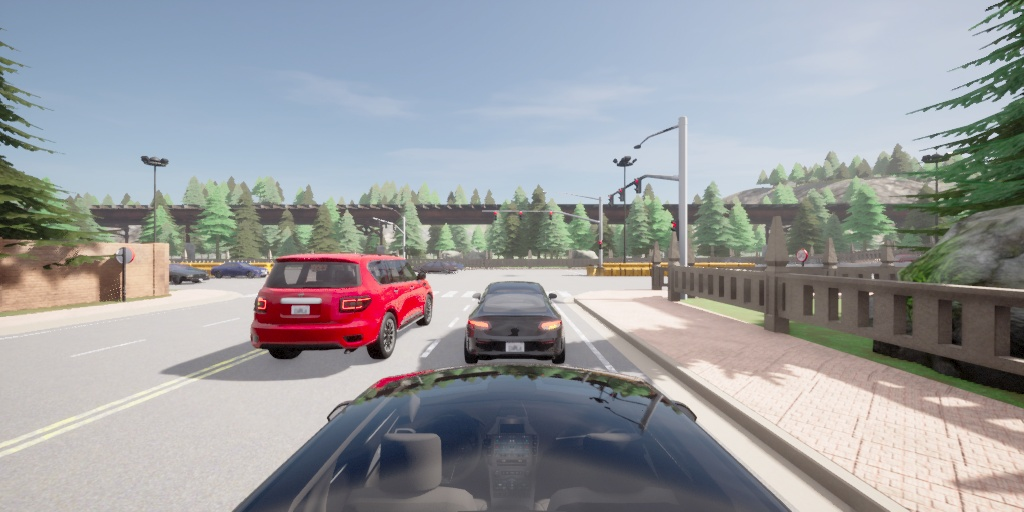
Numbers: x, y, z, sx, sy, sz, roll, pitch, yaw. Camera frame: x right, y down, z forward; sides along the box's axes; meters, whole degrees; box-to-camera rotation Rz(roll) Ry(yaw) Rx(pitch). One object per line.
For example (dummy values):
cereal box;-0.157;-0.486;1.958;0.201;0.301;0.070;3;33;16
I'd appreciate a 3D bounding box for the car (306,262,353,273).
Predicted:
car;-21.912;1.349;43.270;4.718;1.301;1.895;0;0;0

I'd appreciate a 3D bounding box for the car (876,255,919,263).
car;46.606;0.636;43.015;5.008;1.535;1.882;-4;0;0

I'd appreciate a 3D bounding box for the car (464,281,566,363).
car;0.061;1.275;7.969;1.812;1.442;4.674;0;0;0

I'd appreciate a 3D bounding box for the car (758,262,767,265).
car;34.185;1.205;46.566;4.892;1.490;1.837;-1;0;0

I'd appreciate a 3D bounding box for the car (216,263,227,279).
car;-24.701;1.275;32.583;4.674;1.442;1.812;0;0;0

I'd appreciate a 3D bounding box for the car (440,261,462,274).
car;-8.595;1.296;39.712;5.357;1.411;2.033;0;0;0

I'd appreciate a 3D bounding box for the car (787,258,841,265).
car;33.580;1.062;39.565;4.553;1.767;2.097;-1;0;0

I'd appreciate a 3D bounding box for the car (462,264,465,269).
car;-8.784;1.295;46.715;5.357;1.411;2.033;0;0;0

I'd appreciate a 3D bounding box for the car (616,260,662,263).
car;13.941;1.226;39.615;5.008;1.535;1.882;0;0;0

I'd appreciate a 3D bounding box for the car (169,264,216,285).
car;-24.846;1.296;25.584;5.357;1.411;2.033;0;0;0

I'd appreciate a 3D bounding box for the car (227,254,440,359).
car;-3.441;0.971;8.520;2.150;2.045;5.566;0;0;0

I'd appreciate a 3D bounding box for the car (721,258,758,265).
car;26.264;1.104;43.074;4.553;1.767;2.097;0;0;0
